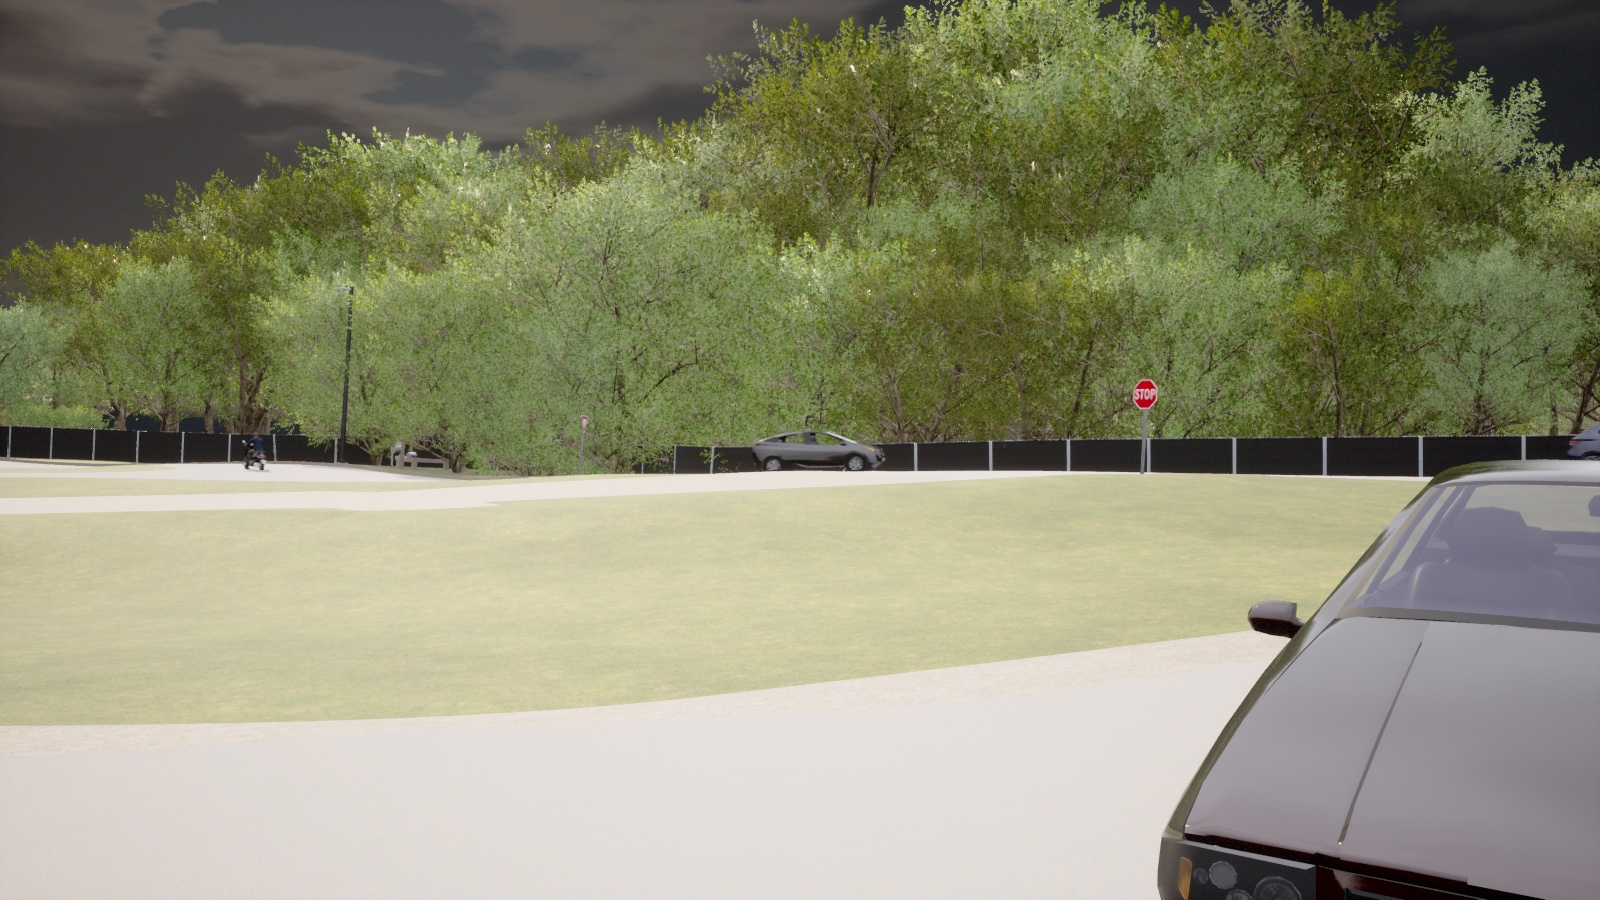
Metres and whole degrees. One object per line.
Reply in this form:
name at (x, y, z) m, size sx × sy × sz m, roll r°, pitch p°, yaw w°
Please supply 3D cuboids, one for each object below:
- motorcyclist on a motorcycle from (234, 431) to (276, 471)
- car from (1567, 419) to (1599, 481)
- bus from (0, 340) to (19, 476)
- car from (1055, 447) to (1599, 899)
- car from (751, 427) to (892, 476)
motorcyclist on a motorcycle at (-22.755, 0.029, 52.375) m, size 1.817 × 1.590 × 0.866 m, roll 2°, pitch -1°, yaw 42°
car at (20.779, 0.009, 29.712) m, size 4.193 × 1.474 × 1.816 m, roll 0°, pitch -1°, yaw 43°
bus at (-30.115, -1.441, 38.027) m, size 10.273 × 4.253 × 3.944 m, roll 2°, pitch 1°, yaw -2°
car at (2.824, 0.751, 4.233) m, size 2.033 × 1.411 × 5.357 m, roll 2°, pitch 2°, yaw 33°
car at (0.776, 0.045, 43.036) m, size 4.514 × 1.525 × 2.007 m, roll -2°, pitch 0°, yaw 10°
